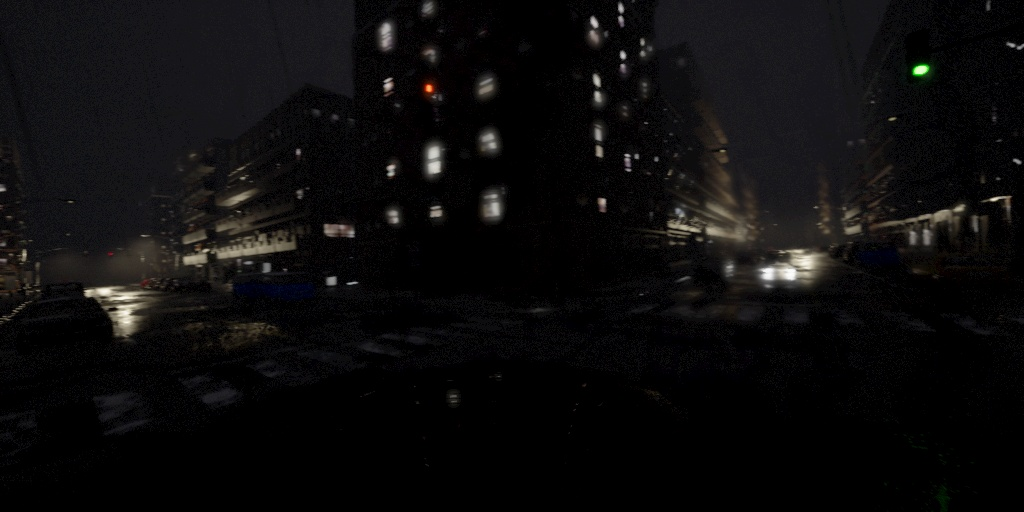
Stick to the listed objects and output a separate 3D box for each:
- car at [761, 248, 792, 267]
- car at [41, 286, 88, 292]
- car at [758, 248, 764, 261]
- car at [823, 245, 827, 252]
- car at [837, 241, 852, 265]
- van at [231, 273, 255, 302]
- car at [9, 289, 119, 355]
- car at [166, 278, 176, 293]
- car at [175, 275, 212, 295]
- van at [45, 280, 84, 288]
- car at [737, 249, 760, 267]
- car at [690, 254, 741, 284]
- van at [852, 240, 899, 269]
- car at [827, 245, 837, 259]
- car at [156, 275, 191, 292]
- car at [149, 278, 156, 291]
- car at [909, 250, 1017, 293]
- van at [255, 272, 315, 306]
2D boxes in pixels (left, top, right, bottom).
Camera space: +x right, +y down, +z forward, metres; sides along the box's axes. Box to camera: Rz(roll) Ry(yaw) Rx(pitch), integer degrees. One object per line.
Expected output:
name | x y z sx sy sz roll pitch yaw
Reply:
car | 23.164 0.199 31.183 1.895 1.301 4.718 -3 0 38
car | -22.131 2.431 17.801 4.207 1.307 1.802 0 0 39
car | 25.014 0.047 37.745 1.751 1.417 4.829 0 0 38
car | 38.285 -0.568 42.074 2.007 1.370 4.403 0 0 38
car | 27.938 -0.306 28.634 2.192 1.841 5.009 0 0 38
van | -17.225 2.042 23.966 3.998 1.789 1.690 0 0 39
car | -13.389 1.947 10.833 4.403 1.370 2.007 0 0 39
car | -34.710 3.184 37.902 4.207 1.307 1.802 0 0 39
car | -30.339 2.923 34.418 4.507 1.381 1.888 0 0 39
van | -26.502 2.415 21.285 3.998 1.789 1.690 0 0 39
car | 21.668 0.270 33.399 1.802 1.307 4.207 0 0 38
car | 11.216 0.747 20.035 2.007 1.370 4.403 0 0 38
van | 24.516 -0.114 24.137 1.690 1.789 3.998 0 0 38
car | 34.836 -0.514 37.594 1.967 1.591 4.097 0 0 38
car | -39.082 3.267 41.385 4.097 1.591 1.967 0 0 39
car | -43.453 3.491 44.869 4.097 1.591 1.967 0 0 39
car | 16.158 0.482 13.121 1.751 1.417 4.829 0 0 38
van | -12.854 1.816 20.482 3.998 1.789 1.690 0 0 39
